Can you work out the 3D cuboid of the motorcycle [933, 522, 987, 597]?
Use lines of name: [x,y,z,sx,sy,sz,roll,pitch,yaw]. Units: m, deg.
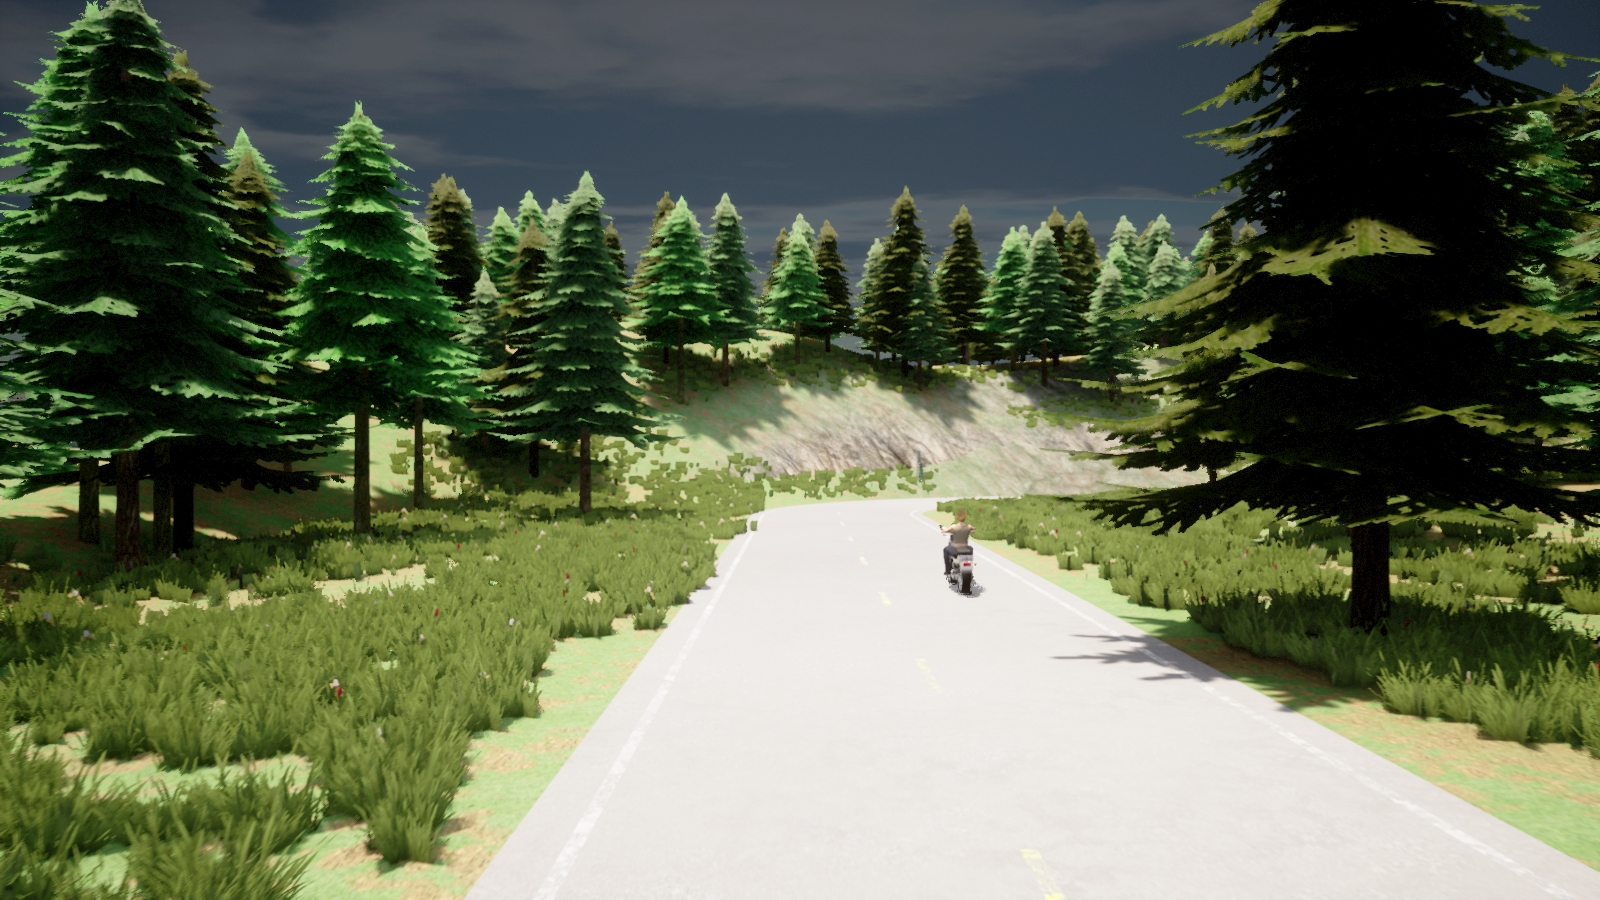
motorcycle: [3.192,2.168,23.009,0.764,1.277,2.356,0,0,0]
